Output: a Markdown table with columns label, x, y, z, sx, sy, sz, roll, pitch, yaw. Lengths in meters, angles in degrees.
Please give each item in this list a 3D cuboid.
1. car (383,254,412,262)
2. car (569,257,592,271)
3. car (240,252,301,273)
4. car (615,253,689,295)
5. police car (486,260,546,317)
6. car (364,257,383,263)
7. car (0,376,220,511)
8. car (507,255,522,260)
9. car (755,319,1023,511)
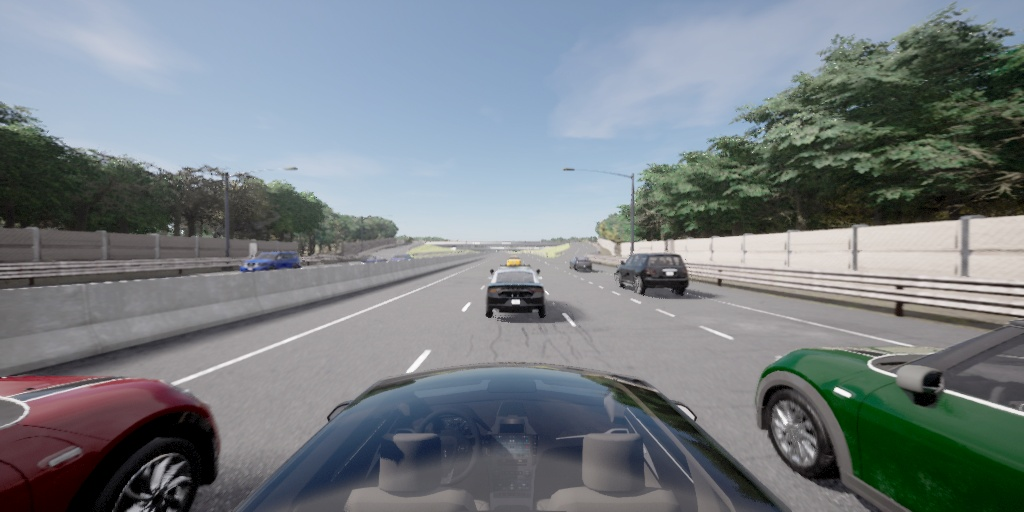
| label | x | y | z | sx | sy | sz | roll | pitch | yaw |
| --- | --- | --- | --- | --- | --- | --- | --- | --- | --- |
| car | -13.855 | 0.550 | 44.678 | 2.097 | 1.767 | 4.553 | 0 | 1 | 1 |
| car | 7.241 | 0.804 | 38.171 | 2.128 | 1.511 | 4.902 | 0 | 1 | 0 |
| car | -21.001 | 0.652 | 31.541 | 2.150 | 2.045 | 5.566 | 0 | 1 | 0 |
| car | 7.146 | 0.855 | 18.850 | 2.150 | 2.045 | 5.566 | 0 | 1 | 1 |
| police car | 0.117 | 1.119 | 13.124 | 1.930 | 1.638 | 5.238 | 0 | 1 | 0 |
| car | -17.330 | 0.771 | 46.333 | 1.895 | 1.301 | 4.718 | 0 | 1 | 1 |
| car | -3.398 | 1.102 | 0.985 | 2.097 | 1.767 | 4.553 | 0 | 0 | 0 |
| car | 0.296 | 0.654 | 44.765 | 1.801 | 1.575 | 5.366 | 0 | 1 | 1 |
| car | 3.602 | 1.103 | 1.882 | 2.097 | 1.767 | 4.553 | 0 | 0 | 0 |
